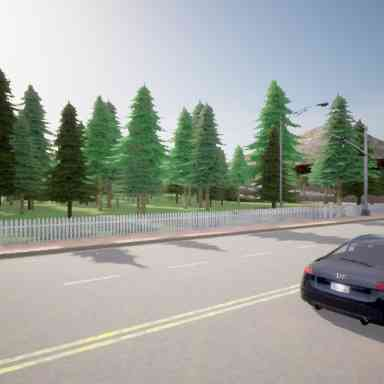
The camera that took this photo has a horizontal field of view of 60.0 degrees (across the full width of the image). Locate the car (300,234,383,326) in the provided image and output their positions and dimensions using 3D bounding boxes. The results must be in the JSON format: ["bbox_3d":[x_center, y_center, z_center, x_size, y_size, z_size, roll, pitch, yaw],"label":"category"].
[{"bbox_3d":[4.102,1.564,6.697,4.181,1.385,1.994,0,0,-35],"label":"car"}]
